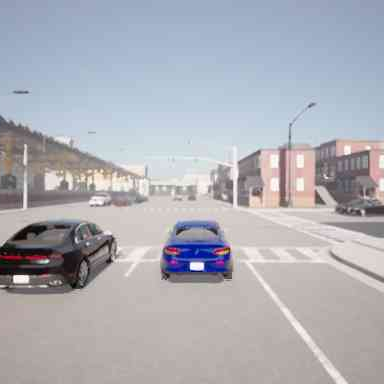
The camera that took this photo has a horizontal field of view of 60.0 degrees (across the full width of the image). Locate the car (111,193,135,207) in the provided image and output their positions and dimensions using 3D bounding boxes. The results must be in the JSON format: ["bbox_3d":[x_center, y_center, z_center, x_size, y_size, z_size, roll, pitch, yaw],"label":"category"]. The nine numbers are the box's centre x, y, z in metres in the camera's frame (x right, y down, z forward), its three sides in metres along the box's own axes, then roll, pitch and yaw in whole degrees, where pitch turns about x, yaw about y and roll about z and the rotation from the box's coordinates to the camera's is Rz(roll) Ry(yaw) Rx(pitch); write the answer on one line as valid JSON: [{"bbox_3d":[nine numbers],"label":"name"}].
[{"bbox_3d":[-10.589,1.411,51.271,1.882,1.535,5.008,0,0,0],"label":"car"}]

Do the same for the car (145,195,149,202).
[{"bbox_3d":[-10.502,1.446,71.847,2.033,1.411,5.357,0,0,0],"label":"car"}]

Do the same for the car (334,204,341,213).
[{"bbox_3d":[17.019,1.461,33.776,4.892,1.490,1.837,0,0,0],"label":"car"}]

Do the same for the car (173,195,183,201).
[{"bbox_3d":[-3.502,1.493,78.817,1.895,1.301,4.718,0,0,0],"label":"car"}]

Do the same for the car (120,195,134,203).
[{"bbox_3d":[-14.002,1.431,71.720,2.128,1.511,4.902,0,0,0],"label":"car"}]

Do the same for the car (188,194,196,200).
[{"bbox_3d":[-0.002,1.362,88.972,1.882,1.535,5.008,0,0,0],"label":"car"}]

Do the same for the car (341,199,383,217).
[{"bbox_3d":[16.722,1.452,30.269,4.902,1.511,2.128,0,0,0],"label":"car"}]

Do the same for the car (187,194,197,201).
[{"bbox_3d":[-0.002,1.398,78.673,1.837,1.490,4.892,0,0,0],"label":"car"}]

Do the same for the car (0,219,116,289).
[{"bbox_3d":[-3.414,1.493,9.081,1.837,1.490,4.892,0,0,0],"label":"car"}]

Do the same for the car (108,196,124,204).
[{"bbox_3d":[-14.027,1.484,61.408,1.994,1.385,4.181,0,0,0],"label":"car"}]

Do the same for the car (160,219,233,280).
[{"bbox_3d":[0.143,1.513,9.832,1.812,1.442,4.674,0,0,1],"label":"car"}]

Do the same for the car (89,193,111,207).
[{"bbox_3d":[-14.089,1.155,51.393,2.150,2.045,5.566,0,0,0],"label":"car"}]

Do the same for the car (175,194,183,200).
[{"bbox_3d":[-3.502,1.409,88.913,1.812,1.442,4.674,0,0,0],"label":"car"}]

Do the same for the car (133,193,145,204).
[{"bbox_3d":[-10.533,1.142,61.155,2.150,2.045,5.566,0,0,0],"label":"car"}]
